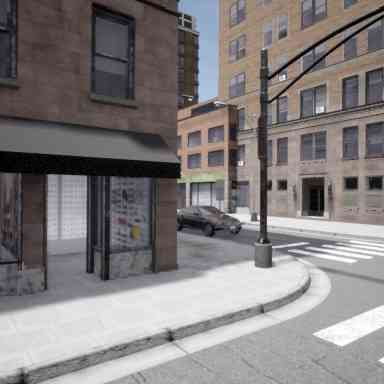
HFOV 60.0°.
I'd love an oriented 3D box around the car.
[{"bbox_3d":[0.651,1.445,17.944,1.812,1.442,4.674,0,0,-34],"label":"car"}]
